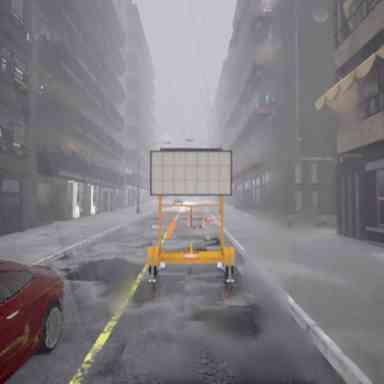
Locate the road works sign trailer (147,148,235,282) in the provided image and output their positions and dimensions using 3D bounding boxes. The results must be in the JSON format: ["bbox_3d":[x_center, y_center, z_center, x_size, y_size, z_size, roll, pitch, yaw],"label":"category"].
[{"bbox_3d":[-0.024,0.509,9.880,2.380,3.560,2.880,0,0,0],"label":"road works sign trailer"}]

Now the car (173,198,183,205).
[{"bbox_3d":[-2.867,1.907,67.849,1.895,1.301,4.718,0,0,0],"label":"car"}]

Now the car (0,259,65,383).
[{"bbox_3d":[-2.858,1.542,3.429,1.812,1.442,4.674,0,0,0],"label":"car"}]
